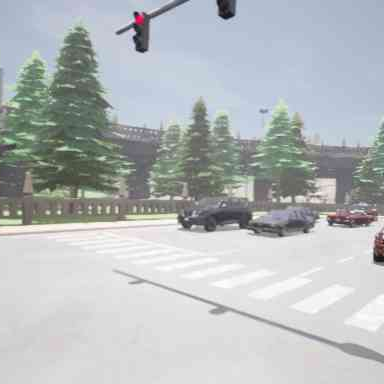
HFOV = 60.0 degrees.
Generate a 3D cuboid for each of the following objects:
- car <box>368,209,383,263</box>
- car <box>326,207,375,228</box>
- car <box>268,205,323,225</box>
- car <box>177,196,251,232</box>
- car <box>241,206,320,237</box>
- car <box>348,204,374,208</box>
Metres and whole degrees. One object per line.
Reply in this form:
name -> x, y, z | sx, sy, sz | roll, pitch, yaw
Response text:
car -> 8.380, 1.658, 12.296 | 2.097, 1.767, 4.553 | 2, 0, 43
car -> 12.767, 2.095, 26.774 | 4.718, 1.301, 1.895 | 2, 0, -40
car -> 8.818, 1.884, 27.932 | 5.357, 1.411, 2.033 | 2, 0, -44
car -> 1.608, 1.263, 20.667 | 2.150, 2.045, 5.566 | 2, 0, 44
car -> 5.433, 1.742, 19.657 | 2.033, 1.411, 5.357 | 2, 0, 43
car -> 16.565, 2.004, 33.465 | 4.553, 1.767, 2.097 | 2, 0, -28
